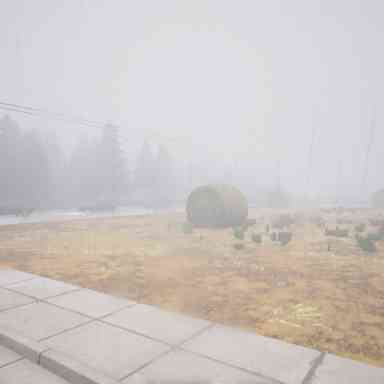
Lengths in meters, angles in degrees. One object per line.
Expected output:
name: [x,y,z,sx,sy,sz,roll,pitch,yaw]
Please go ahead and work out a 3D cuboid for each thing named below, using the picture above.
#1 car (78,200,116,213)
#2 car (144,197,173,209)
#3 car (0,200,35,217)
car: [-10.727,1.591,37.768,1.994,1.385,4.181,0,0,36]
car: [-4.574,1.532,46.051,1.837,1.490,4.892,0,0,36]
car: [-16.671,1.518,29.741,2.128,1.511,4.902,0,0,37]
